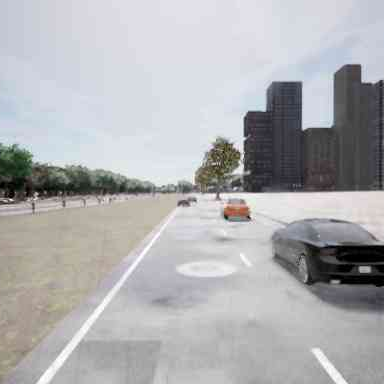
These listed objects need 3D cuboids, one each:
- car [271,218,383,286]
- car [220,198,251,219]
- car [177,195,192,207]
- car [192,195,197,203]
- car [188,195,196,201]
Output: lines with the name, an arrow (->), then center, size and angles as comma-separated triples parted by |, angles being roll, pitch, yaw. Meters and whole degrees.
car -> 3.600, 1.456, 9.401 | 1.882, 1.535, 5.008 | 0, 0, 0
car -> 3.594, 1.290, 28.231 | 2.097, 1.767, 4.553 | 0, 0, 0
car -> -1.236, 1.433, 50.356 | 1.812, 1.442, 4.674 | 0, 0, 0
car -> -0.015, 1.432, 67.524 | 1.994, 1.385, 4.181 | 0, 0, 0
car -> -0.019, 1.440, 86.564 | 2.033, 1.411, 5.357 | 0, 0, 0
